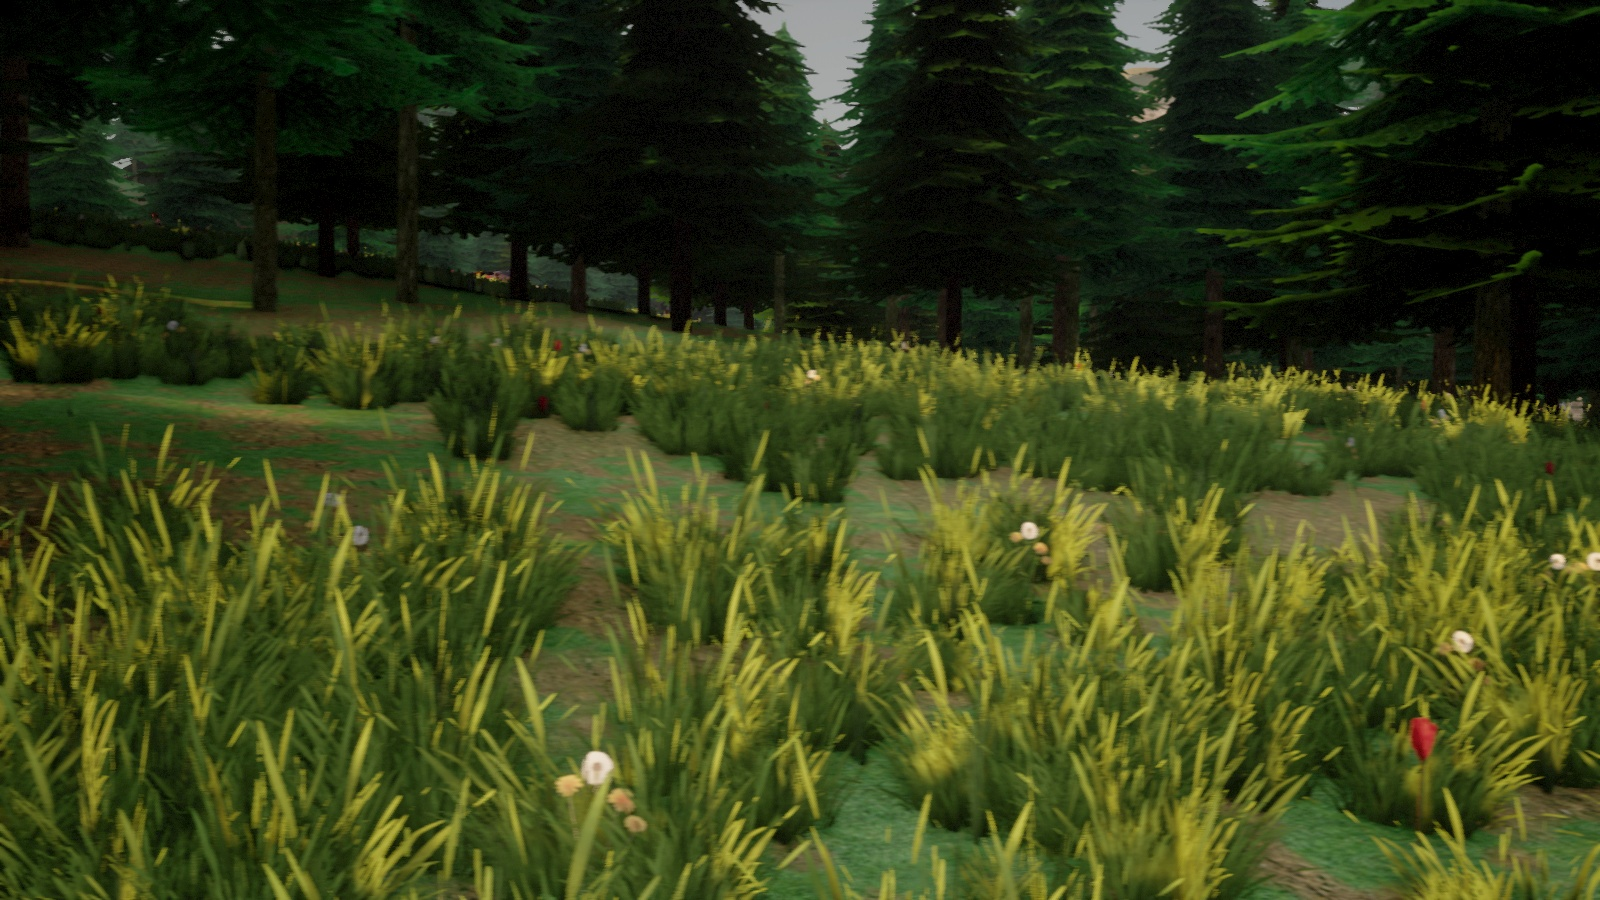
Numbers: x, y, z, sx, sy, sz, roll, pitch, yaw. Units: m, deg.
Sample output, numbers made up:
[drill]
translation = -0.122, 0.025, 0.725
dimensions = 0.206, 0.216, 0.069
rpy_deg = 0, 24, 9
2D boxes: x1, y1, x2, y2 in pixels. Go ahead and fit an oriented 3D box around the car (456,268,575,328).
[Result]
[car]
translation = -11.127, -5.937, 49.407
dimensions = 2.007, 1.525, 4.514
rpy_deg = 0, -3, 30
